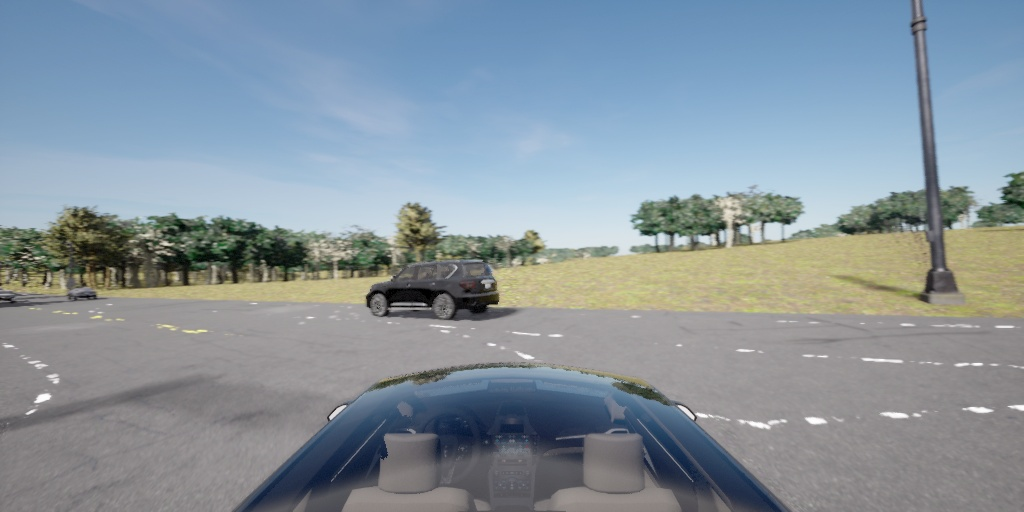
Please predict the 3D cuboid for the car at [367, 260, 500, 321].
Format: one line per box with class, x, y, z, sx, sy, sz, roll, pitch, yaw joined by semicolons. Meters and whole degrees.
car;-3.092;1.259;13.694;5.566;2.045;2.150;-4;-2;31
